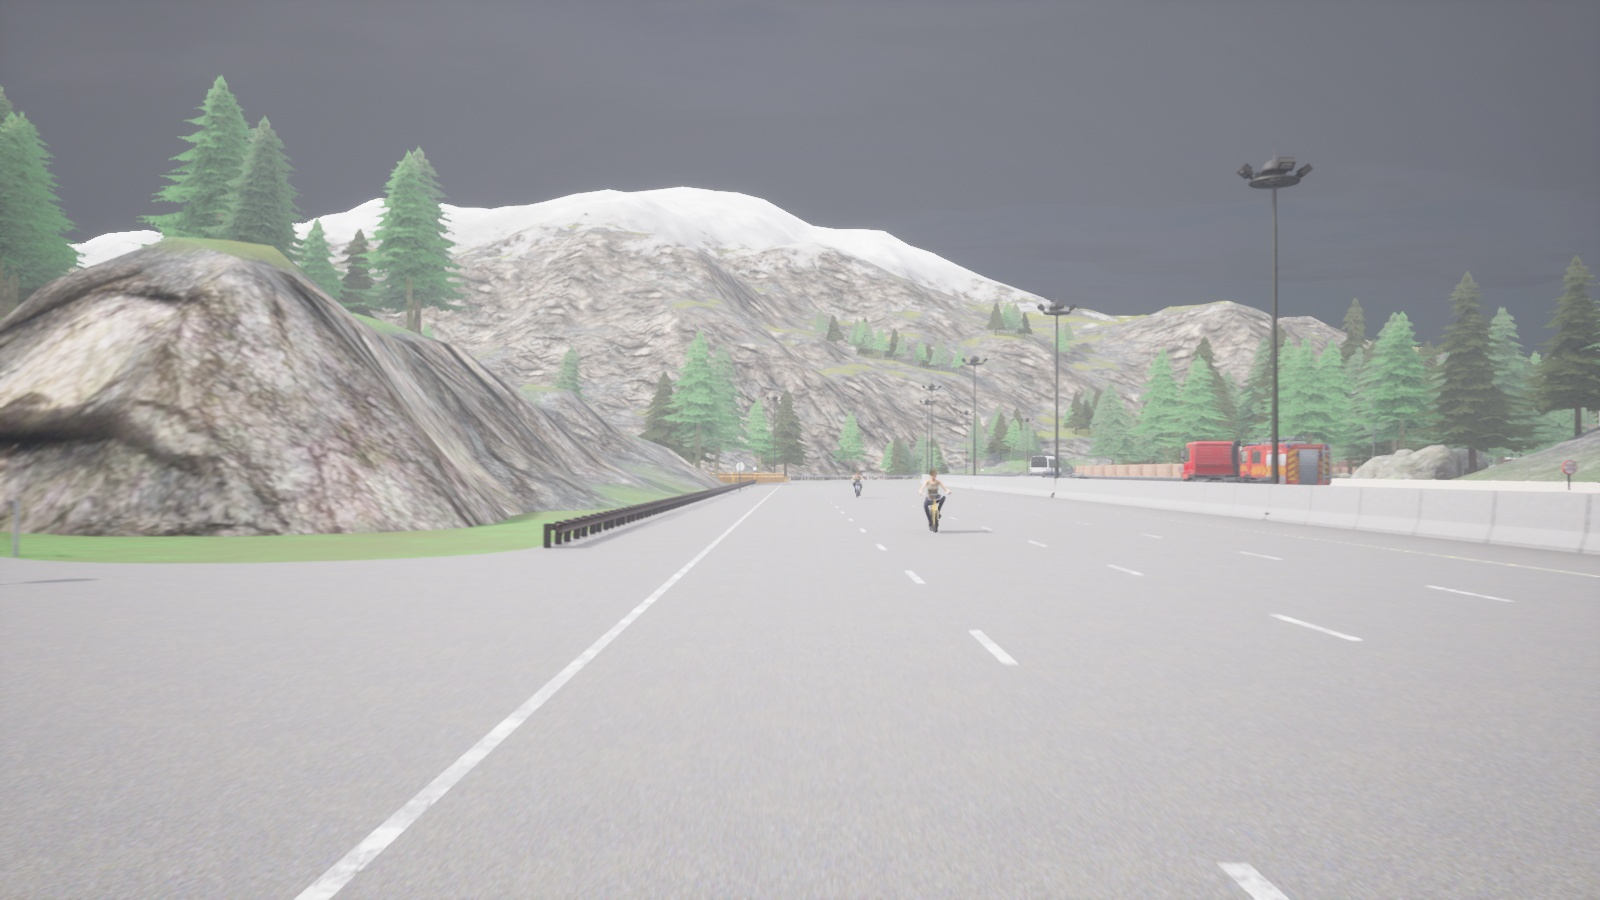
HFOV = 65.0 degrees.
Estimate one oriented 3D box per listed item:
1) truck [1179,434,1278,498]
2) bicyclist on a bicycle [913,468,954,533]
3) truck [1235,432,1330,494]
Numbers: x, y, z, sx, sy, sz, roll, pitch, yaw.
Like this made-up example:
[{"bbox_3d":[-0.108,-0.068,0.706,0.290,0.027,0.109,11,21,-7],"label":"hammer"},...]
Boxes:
[{"bbox_3d":[24.322,0.932,71.761,2.891,3.462,7.936,0,-1,0],"label":"truck"},{"bbox_3d":[3.416,1.274,32.156,0.866,1.612,1.509,0,-1,0],"label":"bicyclist on a bicycle"},{"bbox_3d":[31.296,0.891,81.909,2.891,3.827,8.468,0,-1,0],"label":"truck"}]
